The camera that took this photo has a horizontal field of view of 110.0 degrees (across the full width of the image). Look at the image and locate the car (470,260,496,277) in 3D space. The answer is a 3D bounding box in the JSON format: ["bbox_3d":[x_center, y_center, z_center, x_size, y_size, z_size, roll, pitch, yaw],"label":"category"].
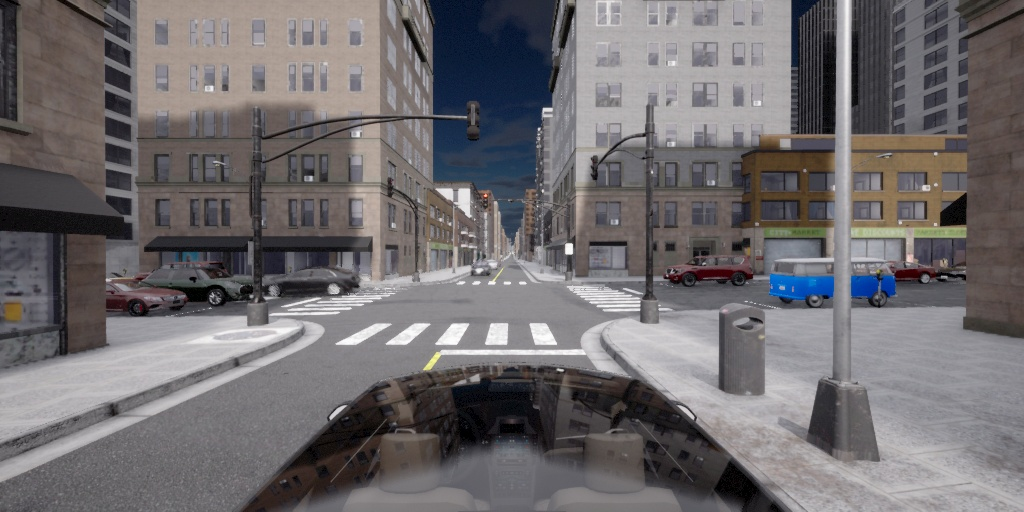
[{"bbox_3d":[-3.070,1.249,35.962,2.128,1.511,4.902,0,0,0],"label":"car"}]

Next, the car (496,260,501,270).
[{"bbox_3d":[-3.046,1.302,52.084,1.812,1.442,4.674,0,0,1],"label":"car"}]

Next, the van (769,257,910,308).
[{"bbox_3d":[12.128,0.957,13.647,3.998,1.789,1.690,0,0,0],"label":"van"}]

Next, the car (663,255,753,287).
[{"bbox_3d":[12.112,0.872,22.172,5.009,1.841,2.192,0,0,0],"label":"car"}]

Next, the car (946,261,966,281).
[{"bbox_3d":[28.940,0.915,22.201,4.313,1.339,1.948,0,0,0],"label":"car"}]

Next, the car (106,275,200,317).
[{"bbox_3d":[-14.809,1.528,13.601,4.207,1.307,1.802,0,0,0],"label":"car"}]

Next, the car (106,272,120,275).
[{"bbox_3d":[-26.003,1.552,22.108,4.829,1.417,1.751,0,0,0],"label":"car"}]

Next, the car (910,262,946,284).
[{"bbox_3d":[23.330,0.964,22.191,4.507,1.381,1.888,0,0,0],"label":"car"}]

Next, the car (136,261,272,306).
[{"bbox_3d":[-13.998,1.270,16.243,4.553,1.767,2.097,-1,0,0],"label":"car"}]

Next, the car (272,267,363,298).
[{"bbox_3d":[-10.658,1.361,19.223,4.892,1.490,1.837,-1,3,-6],"label":"car"}]
